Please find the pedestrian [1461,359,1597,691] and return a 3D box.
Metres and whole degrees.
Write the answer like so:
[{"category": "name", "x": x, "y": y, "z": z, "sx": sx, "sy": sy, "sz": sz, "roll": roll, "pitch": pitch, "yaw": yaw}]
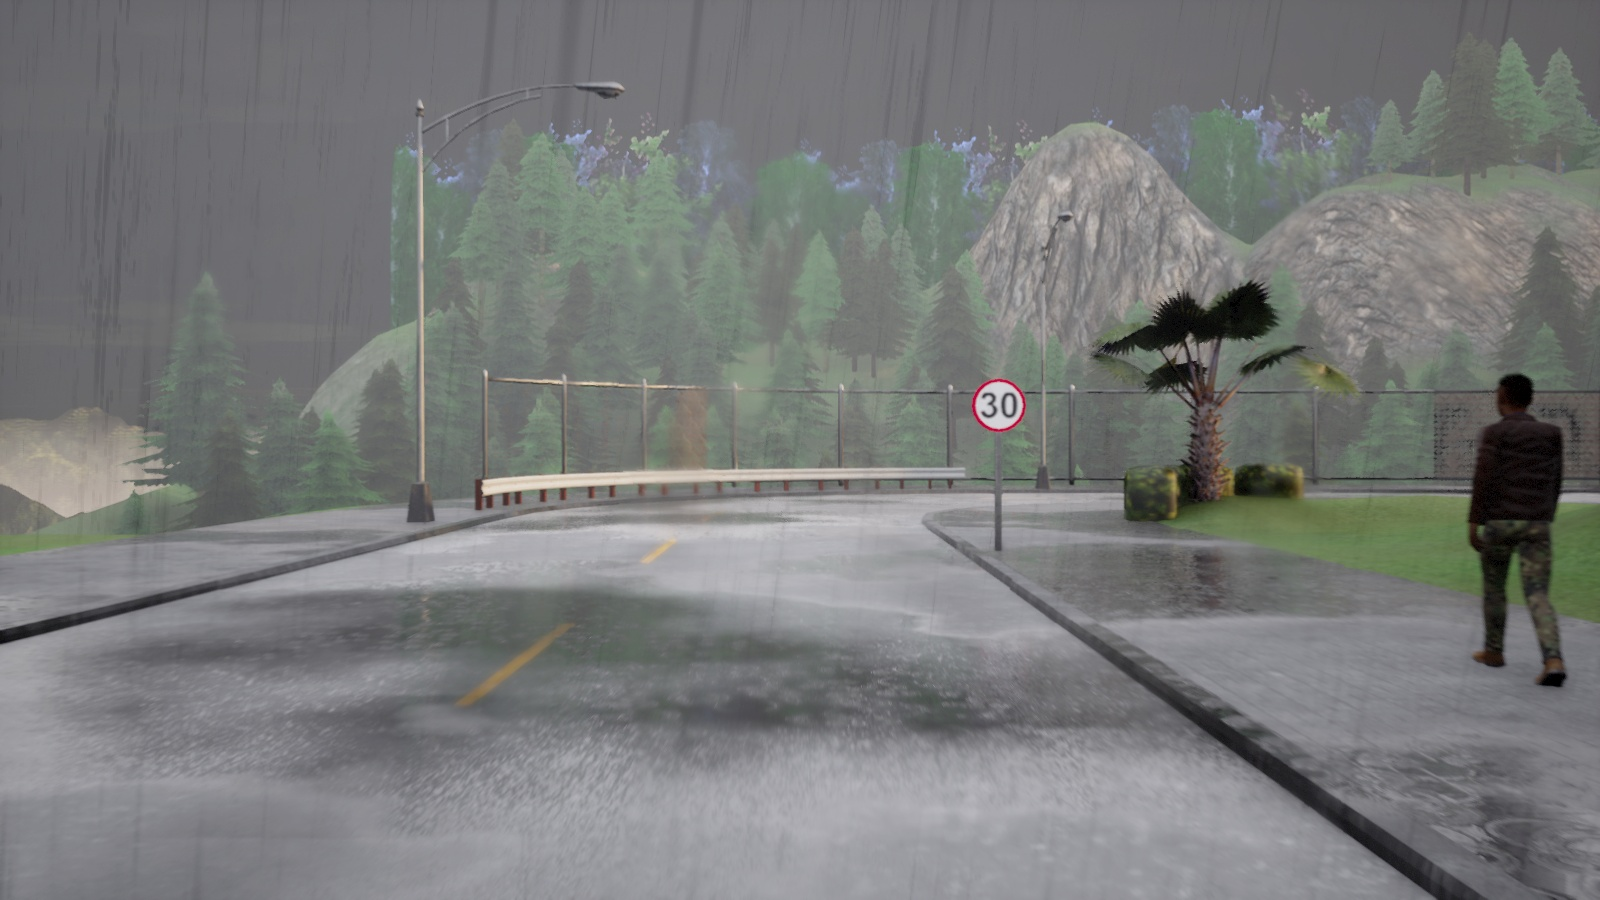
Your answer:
[{"category": "pedestrian", "x": 4.237, "y": 0.415, "z": 7.335, "sx": 0.431, "sy": 1.840, "sz": 0.703, "roll": 0, "pitch": 0, "yaw": 6}]
